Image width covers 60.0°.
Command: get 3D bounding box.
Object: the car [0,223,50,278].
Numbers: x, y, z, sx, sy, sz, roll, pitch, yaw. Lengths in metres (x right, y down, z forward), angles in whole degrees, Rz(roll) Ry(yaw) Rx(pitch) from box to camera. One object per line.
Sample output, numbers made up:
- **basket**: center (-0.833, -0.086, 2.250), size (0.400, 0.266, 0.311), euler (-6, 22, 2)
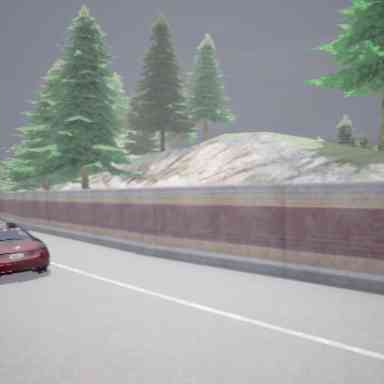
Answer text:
- **car**: center (-5.913, 1.622, 9.854), size (4.181, 1.385, 1.994), euler (-1, 0, 44)
